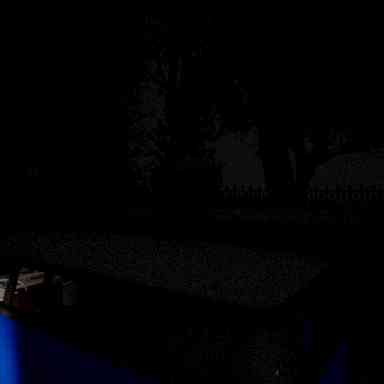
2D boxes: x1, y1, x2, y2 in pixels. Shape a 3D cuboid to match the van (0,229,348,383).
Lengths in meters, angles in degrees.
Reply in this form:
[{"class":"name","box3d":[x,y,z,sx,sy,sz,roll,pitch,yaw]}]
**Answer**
[{"class":"van","box3d":[-0.649,1.341,3.174,3.998,1.788,1.690,0,0,35]}]
